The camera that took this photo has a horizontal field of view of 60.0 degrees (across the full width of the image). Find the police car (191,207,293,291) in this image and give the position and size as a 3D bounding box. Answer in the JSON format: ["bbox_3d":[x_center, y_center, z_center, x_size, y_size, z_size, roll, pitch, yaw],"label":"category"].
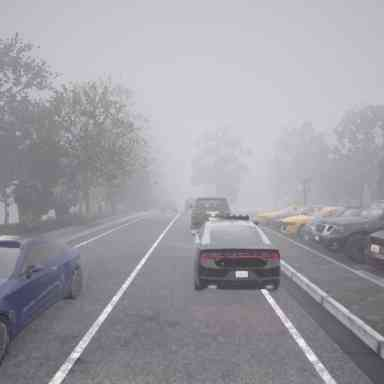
[{"bbox_3d":[0.998,1.439,9.215,1.930,1.638,5.238,0,0,0],"label":"police car"}]

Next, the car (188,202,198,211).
[{"bbox_3d":[0.153,2.612,59.681,1.837,1.490,4.892,0,-2,0],"label":"car"}]

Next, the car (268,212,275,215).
[{"bbox_3d":[7.139,1.538,19.792,4.892,1.521,2.231,0,0,0],"label":"car"}]

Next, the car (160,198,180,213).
[{"bbox_3d":[-3.229,1.856,46.684,2.150,2.045,5.566,0,-2,0],"label":"car"}]

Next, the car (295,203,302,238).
[{"bbox_3d":[7.148,1.381,14.244,4.553,1.767,2.185,0,0,0],"label":"car"}]

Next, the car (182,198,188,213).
[{"bbox_3d":[0.133,1.803,44.927,2.150,2.045,5.566,0,-2,0],"label":"car"}]

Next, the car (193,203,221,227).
[{"bbox_3d":[1.039,1.619,25.128,1.882,1.535,5.008,0,-1,0],"label":"car"}]

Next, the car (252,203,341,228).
[{"bbox_3d":[6.957,1.561,22.562,5.366,1.575,1.946,0,0,0],"label":"car"}]

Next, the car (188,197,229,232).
[{"bbox_3d":[1.024,1.295,19.156,2.150,2.045,5.566,0,-1,0],"label":"car"}]

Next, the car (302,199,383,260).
[{"bbox_3d":[7.079,1.249,11.473,5.566,2.045,2.435,0,0,0],"label":"car"}]

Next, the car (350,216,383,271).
[{"bbox_3d":[7.129,1.526,8.695,4.792,1.488,2.163,0,0,0],"label":"car"}]

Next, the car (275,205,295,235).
[{"bbox_3d":[7.131,1.518,17.020,5.008,1.535,2.097,0,0,0],"label":"car"}]

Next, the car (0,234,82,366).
[{"bbox_3d":[-3.336,1.531,5.718,1.812,1.442,4.674,0,0,0],"label":"car"}]
